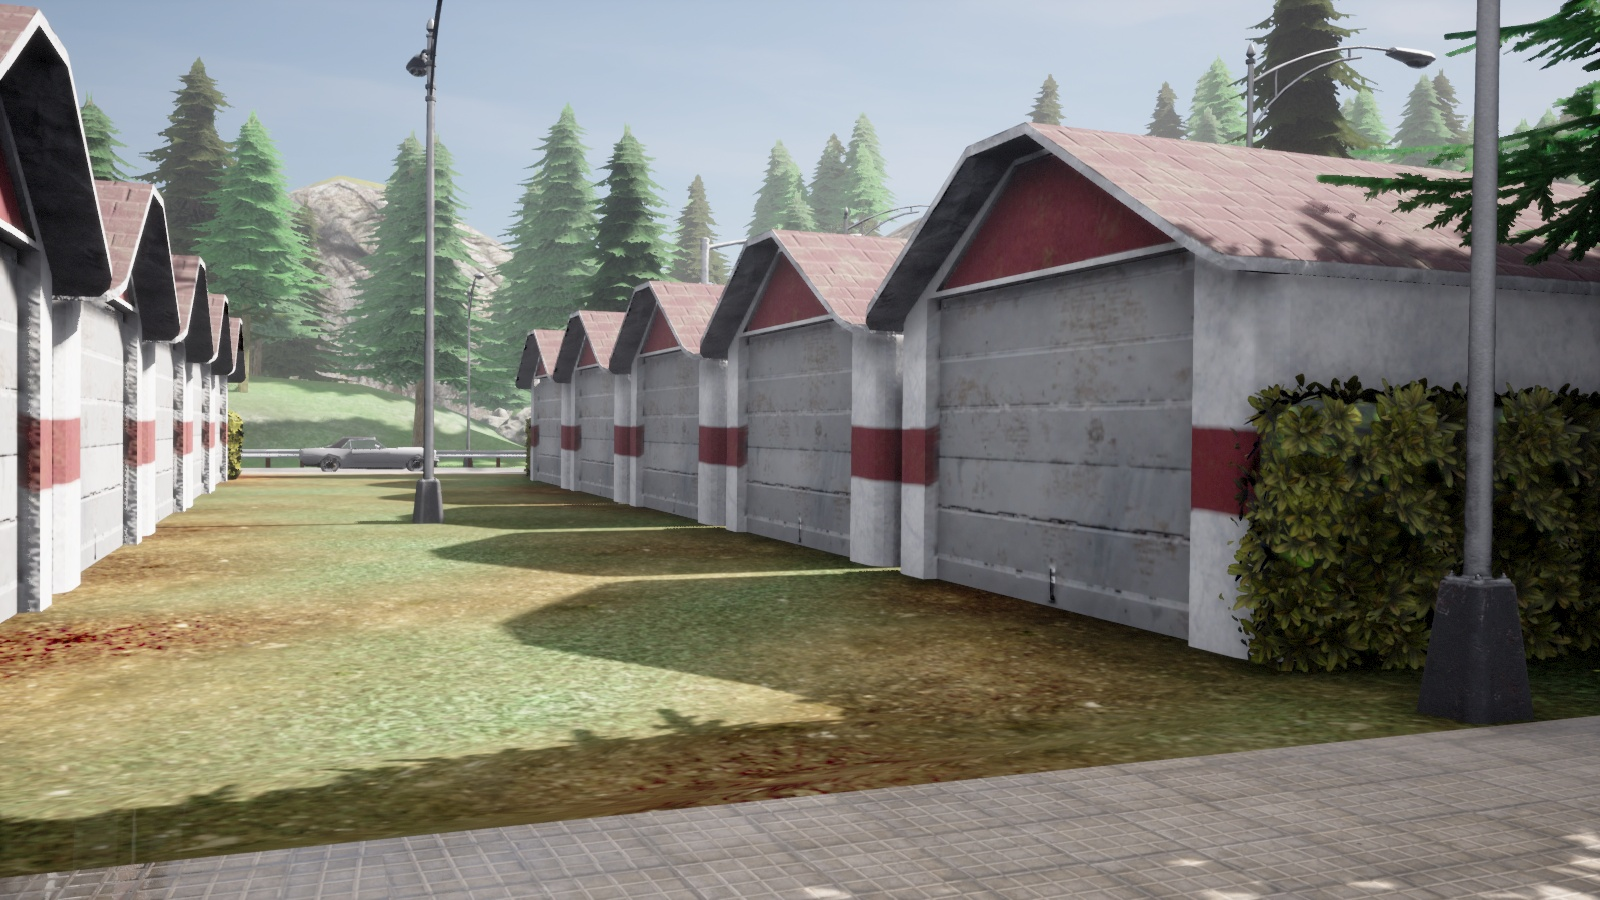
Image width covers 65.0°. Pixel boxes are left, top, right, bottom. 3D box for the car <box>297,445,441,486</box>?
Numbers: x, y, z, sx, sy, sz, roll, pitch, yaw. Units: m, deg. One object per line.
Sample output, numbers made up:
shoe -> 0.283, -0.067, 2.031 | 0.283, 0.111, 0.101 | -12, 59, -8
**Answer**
car -> -15.294, 0.516, 44.639 | 4.718, 1.301, 1.895 | -1, 1, -20
